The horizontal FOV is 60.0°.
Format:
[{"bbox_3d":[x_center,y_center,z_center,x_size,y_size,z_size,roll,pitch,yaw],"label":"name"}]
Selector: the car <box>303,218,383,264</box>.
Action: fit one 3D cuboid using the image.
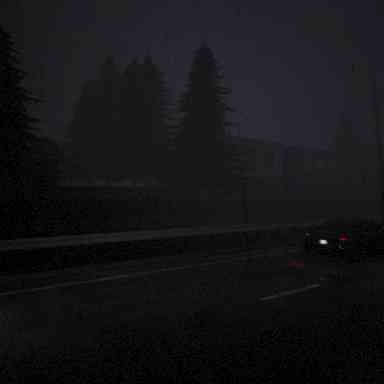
[{"bbox_3d":[6.054,1.668,12.366,4.181,1.385,1.994,1,0,-36],"label":"car"}]
